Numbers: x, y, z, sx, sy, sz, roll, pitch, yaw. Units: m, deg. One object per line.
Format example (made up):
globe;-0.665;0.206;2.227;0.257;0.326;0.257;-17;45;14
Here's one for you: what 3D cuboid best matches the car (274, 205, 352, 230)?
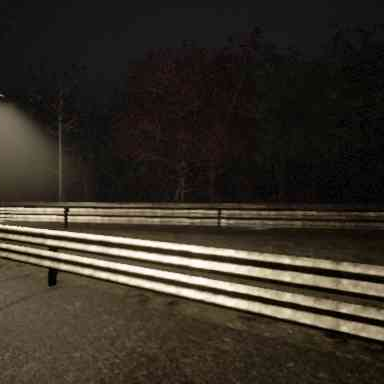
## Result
car;7.829;1.600;21.782;4.792;1.488;2.163;0;0;17
